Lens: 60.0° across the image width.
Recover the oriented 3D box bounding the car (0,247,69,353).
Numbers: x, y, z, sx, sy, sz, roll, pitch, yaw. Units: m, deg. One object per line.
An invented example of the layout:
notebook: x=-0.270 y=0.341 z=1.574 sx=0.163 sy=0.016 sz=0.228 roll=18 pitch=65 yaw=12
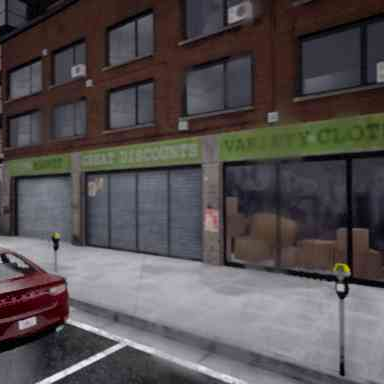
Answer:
car: x=-3.955 y=1.590 z=5.642 sx=4.507 sy=1.381 sz=1.887 roll=-1 pitch=0 yaw=36
